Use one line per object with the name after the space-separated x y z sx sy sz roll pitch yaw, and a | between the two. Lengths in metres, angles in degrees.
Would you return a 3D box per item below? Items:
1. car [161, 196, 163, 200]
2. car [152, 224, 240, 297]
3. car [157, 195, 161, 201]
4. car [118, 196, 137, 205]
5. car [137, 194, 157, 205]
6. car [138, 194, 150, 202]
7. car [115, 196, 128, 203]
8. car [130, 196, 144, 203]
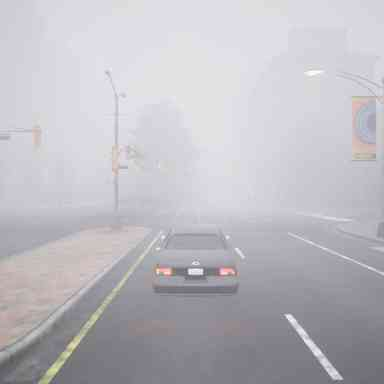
-7.896 1.500 77.779 1.837 1.490 4.892 0 0 0 | car
0.086 1.547 8.771 2.033 1.411 5.357 0 0 0 | car
-7.928 1.526 67.449 1.812 1.442 4.674 0 0 1 | car
-11.489 1.491 59.616 2.128 1.511 4.902 0 0 0 | car
-7.994 1.564 58.932 1.994 1.385 4.181 0 0 1 | car
-11.394 1.355 79.549 2.097 1.767 4.553 0 0 0 | car
-14.657 1.595 69.419 1.895 1.301 4.718 0 0 0 | car
-11.407 1.525 69.537 2.128 1.511 4.902 0 0 0 | car
